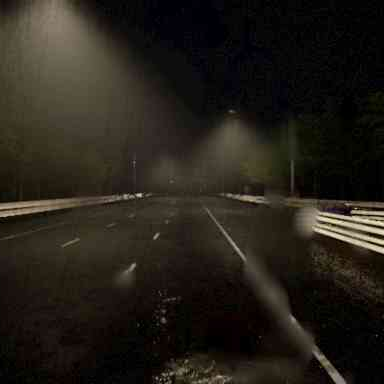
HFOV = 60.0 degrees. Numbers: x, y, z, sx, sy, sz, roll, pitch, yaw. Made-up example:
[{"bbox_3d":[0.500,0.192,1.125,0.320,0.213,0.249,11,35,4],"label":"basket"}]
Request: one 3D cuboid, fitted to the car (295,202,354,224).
[{"bbox_3d":[9.375,1.421,23.711,2.163,1.488,4.792,0,0,-19],"label":"car"}]
